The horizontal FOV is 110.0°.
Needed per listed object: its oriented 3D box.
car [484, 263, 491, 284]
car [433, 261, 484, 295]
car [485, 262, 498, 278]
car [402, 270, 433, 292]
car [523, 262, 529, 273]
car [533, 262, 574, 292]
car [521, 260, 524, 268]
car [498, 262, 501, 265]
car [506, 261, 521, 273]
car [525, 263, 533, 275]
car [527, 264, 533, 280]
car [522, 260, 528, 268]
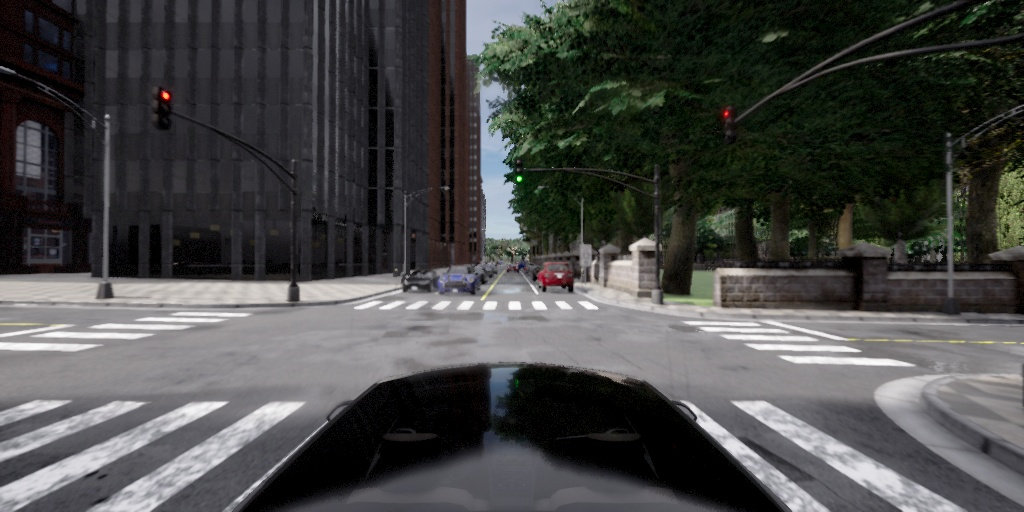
[{"bbox_3d":[-3.081,1.599,30.904,1.837,1.490,4.892,0,-1,0],"label":"car"},{"bbox_3d":[-3.088,1.335,21.803,2.097,1.767,4.553,0,-1,0],"label":"car"},{"bbox_3d":[-3.070,1.703,40.401,2.128,1.511,4.902,0,-1,0],"label":"car"},{"bbox_3d":[-5.750,1.567,23.371,1.948,1.339,4.313,0,0,0],"label":"car"},{"bbox_3d":[2.789,1.823,45.199,2.007,1.370,4.403,0,0,0],"label":"car"},{"bbox_3d":[2.776,1.317,23.375,2.192,1.841,5.009,0,0,0],"label":"car"},{"bbox_3d":[2.796,1.847,56.111,1.967,1.591,4.097,0,0,0],"label":"car"},{"bbox_3d":[-3.040,1.900,50.390,1.994,1.385,4.181,0,-1,1],"label":"car"},{"bbox_3d":[0.120,1.935,56.234,1.812,1.442,4.674,0,-1,0],"label":"car"},{"bbox_3d":[2.786,1.755,39.742,2.007,1.370,4.403,0,0,0],"label":"car"},{"bbox_3d":[2.782,1.702,34.286,1.948,1.339,4.313,0,0,0],"label":"car"},{"bbox_3d":[2.793,1.780,50.655,1.967,1.591,4.097,0,0,0],"label":"car"}]
